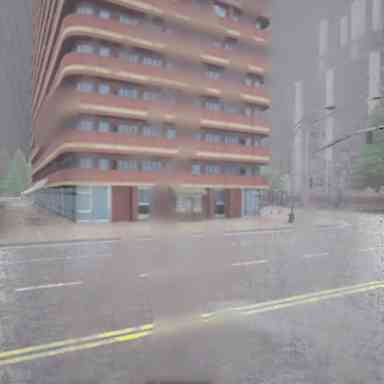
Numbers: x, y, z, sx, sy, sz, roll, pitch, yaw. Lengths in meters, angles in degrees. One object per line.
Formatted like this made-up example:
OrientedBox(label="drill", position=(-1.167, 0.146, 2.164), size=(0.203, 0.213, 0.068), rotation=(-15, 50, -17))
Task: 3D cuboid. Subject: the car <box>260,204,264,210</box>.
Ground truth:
OrientedBox(label="car", position=(8.166, 1.857, 47.591), size=(1.895, 1.301, 4.718), rotation=(1, 0, -28))
